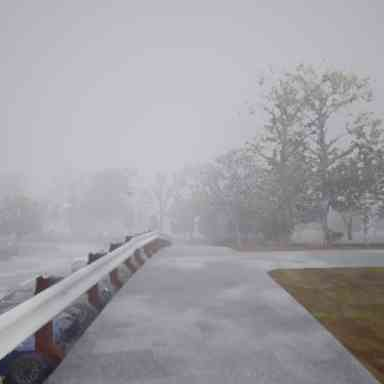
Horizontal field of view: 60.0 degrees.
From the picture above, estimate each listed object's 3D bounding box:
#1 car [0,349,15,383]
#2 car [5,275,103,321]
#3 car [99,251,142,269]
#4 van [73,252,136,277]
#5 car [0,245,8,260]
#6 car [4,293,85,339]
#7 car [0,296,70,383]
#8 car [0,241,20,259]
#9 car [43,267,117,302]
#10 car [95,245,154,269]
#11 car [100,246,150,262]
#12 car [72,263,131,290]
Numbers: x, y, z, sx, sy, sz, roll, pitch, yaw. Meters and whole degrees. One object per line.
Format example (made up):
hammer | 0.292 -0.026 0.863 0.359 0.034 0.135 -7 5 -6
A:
car | -7.053 4.746 7.137 5.366 1.575 1.946 2 -5 -20
car | -6.945 5.340 16.245 4.553 1.767 2.185 2 -5 -20
car | -6.931 6.286 28.308 4.553 1.767 2.185 2 -5 -20
van | -6.843 5.954 25.342 4.442 1.987 1.878 2 -5 -20
car | -23.933 7.150 37.396 4.792 1.488 2.163 1 -5 -20
car | -6.935 5.258 13.218 4.792 1.488 2.163 2 -4 -20
car | -6.862 4.744 10.248 5.566 2.045 2.435 2 -5 -20
car | -23.986 7.098 40.326 5.566 2.045 2.435 1 -4 -20
car | -6.965 5.577 19.265 4.553 1.767 2.185 2 -5 -20
car | -6.967 6.633 34.358 5.566 2.045 2.435 2 -5 -20
car | -6.996 6.394 31.307 5.566 2.045 2.435 2 -4 -20
car | -6.934 5.940 22.266 4.892 1.521 2.231 2 -5 -20
